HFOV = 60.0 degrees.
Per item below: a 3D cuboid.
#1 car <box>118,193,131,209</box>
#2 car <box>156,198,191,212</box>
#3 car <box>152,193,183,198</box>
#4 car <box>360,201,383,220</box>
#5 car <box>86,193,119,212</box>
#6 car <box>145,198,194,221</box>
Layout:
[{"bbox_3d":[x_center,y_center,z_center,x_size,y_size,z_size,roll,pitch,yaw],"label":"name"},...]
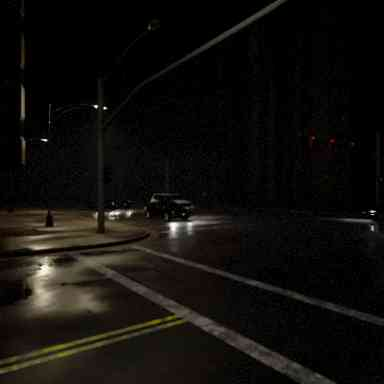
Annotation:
[{"bbox_3d":[-9.930,1.155,43.515,2.150,2.045,5.566,0,1,-35],"label":"car"},{"bbox_3d":[-2.254,1.454,39.155,1.812,1.442,4.674,0,0,-36],"label":"car"},{"bbox_3d":[-2.082,1.162,32.727,2.150,2.045,5.566,0,0,-36],"label":"car"},{"bbox_3d":[15.950,1.410,26.617,4.892,1.490,1.837,0,2,-10],"label":"car"},{"bbox_3d":[-10.642,1.306,38.528,2.097,1.767,4.553,0,0,-36],"label":"car"},{"bbox_3d":[-2.068,1.457,26.770,1.837,1.490,4.892,0,0,-36],"label":"car"}]
